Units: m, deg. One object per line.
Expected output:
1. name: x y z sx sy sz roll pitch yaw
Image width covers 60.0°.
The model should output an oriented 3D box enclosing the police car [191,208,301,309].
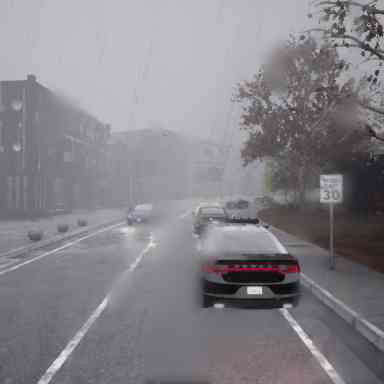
1. police car: 1.033 1.427 8.091 1.930 1.638 5.238 0 0 0

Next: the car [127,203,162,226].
1. car: -3.288 1.534 23.799 1.812 1.442 4.674 0 0 4

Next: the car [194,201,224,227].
1. car: 1.262 1.481 23.783 1.882 1.535 5.008 0 0 4

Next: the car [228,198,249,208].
1. car: 6.399 1.518 46.172 1.895 1.301 4.718 0 0 28

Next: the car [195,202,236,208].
1. car: 1.042 1.510 17.937 1.837 1.490 4.892 0 0 1

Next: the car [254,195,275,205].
1. car: 12.050 1.290 55.330 1.837 1.490 4.892 -1 1 40

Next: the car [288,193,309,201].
1. car: 22.210 0.975 69.406 4.902 1.511 2.128 -2 0 -32
